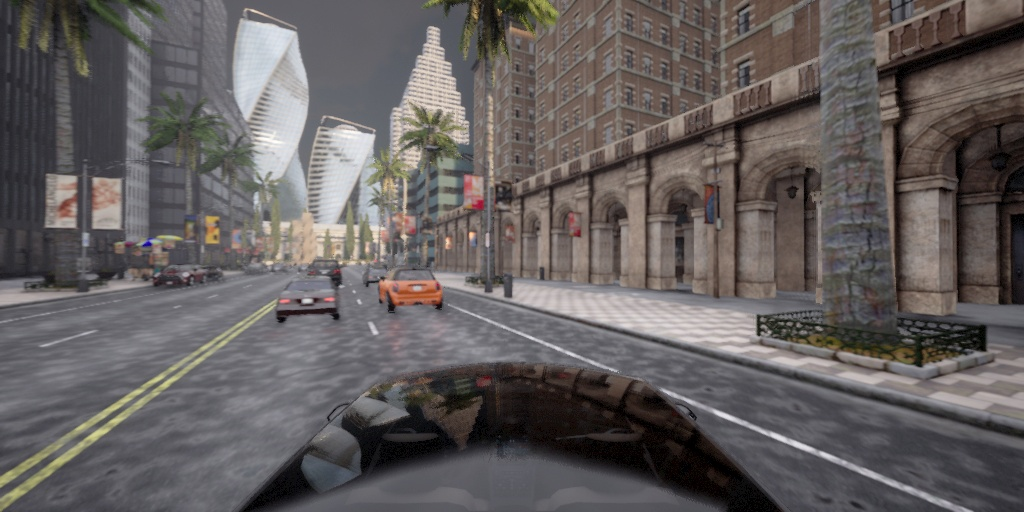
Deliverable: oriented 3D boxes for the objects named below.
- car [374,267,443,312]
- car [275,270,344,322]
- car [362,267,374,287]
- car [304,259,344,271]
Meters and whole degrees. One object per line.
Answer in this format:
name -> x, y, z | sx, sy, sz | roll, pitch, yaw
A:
car -> -4.463, 1.256, 15.378 | 2.097, 1.767, 4.553 | 0, -1, -26
car -> -7.223, 1.423, 13.023 | 2.033, 1.411, 5.357 | 0, -1, -26
car -> -10.612, 1.595, 28.059 | 2.033, 1.411, 5.357 | 0, -1, -26
car -> -13.784, 1.251, 26.584 | 2.150, 2.045, 5.566 | 0, 0, -26
